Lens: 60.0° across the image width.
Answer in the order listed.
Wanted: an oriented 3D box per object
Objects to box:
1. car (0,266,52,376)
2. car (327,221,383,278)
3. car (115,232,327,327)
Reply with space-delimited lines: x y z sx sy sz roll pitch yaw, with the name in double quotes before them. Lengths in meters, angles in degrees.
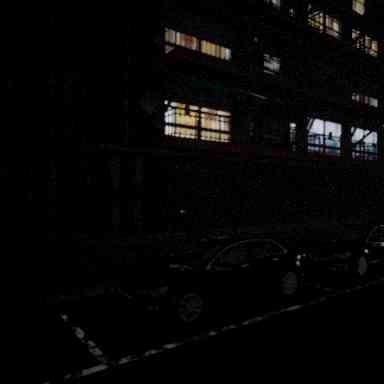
"car" -3.912 1.561 3.769 4.313 1.339 1.947 0 0 -36
"car" 5.105 1.598 10.201 4.403 1.369 2.008 0 0 -36
"car" 0.597 1.571 6.985 4.403 1.369 2.008 0 0 -36
